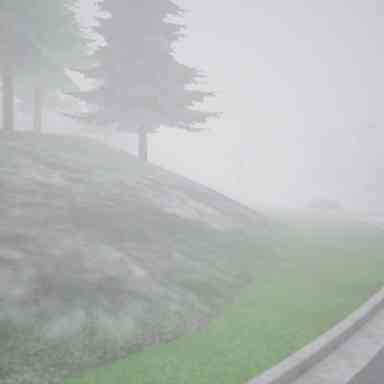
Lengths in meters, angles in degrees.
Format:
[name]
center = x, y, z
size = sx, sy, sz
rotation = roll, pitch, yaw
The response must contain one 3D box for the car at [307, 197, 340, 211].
[car]
center = 15.227, 1.351, 38.722
size = 1.882, 1.535, 5.008
rotation = 0, 0, -6
